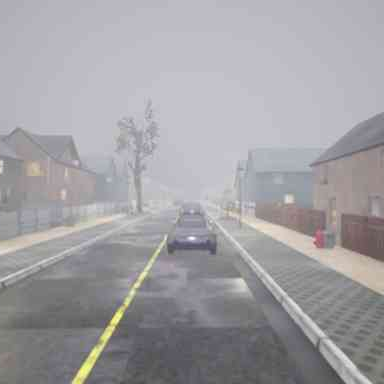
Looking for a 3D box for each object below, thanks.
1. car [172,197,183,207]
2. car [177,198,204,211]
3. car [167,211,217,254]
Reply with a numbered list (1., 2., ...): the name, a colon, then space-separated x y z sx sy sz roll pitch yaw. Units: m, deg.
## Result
1. car: -2.733 1.978 67.743 2.150 2.045 5.566 0 -1 0
2. car: 0.011 1.658 29.108 2.097 1.767 4.553 0 -1 0
3. car: 0.007 1.710 14.300 1.994 1.385 4.181 0 -1 0
